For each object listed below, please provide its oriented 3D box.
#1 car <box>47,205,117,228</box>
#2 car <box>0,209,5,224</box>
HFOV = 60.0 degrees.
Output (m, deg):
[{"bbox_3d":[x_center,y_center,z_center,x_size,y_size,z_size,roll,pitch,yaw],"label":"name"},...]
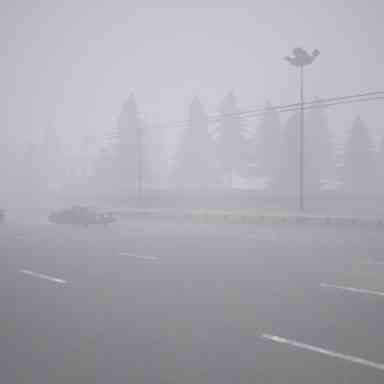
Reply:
[{"bbox_3d":[-7.373,1.541,22.157,5.357,1.411,2.033,0,0,36],"label":"car"},{"bbox_3d":[-15.108,1.469,23.378,5.008,1.535,1.882,0,0,36],"label":"car"}]
